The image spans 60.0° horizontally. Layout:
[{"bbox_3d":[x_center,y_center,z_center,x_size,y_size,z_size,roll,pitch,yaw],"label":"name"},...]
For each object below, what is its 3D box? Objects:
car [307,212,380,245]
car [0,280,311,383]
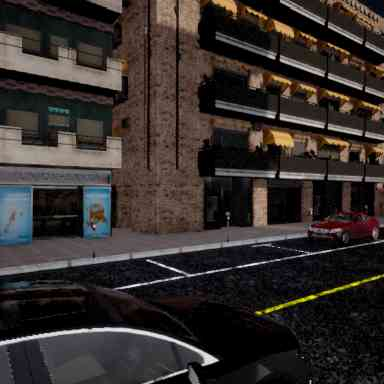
[{"bbox_3d":[7.172,1.583,15.538,4.206,1.307,1.802,0,0,-35],"label":"car"},{"bbox_3d":[-1.101,1.505,2.535,4.892,1.490,1.837,0,0,-35],"label":"car"}]
